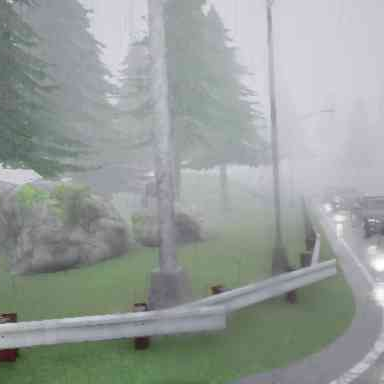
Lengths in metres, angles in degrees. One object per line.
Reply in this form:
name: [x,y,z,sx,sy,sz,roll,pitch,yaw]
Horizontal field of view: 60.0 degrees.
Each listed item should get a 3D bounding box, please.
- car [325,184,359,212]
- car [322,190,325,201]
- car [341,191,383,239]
car: [10.802,0.379,23.261,2.097,1.767,4.553,-2,1,18]
car: [14.096,0.118,33.131,2.128,1.511,4.902,-2,2,21]
car: [7.689,0.904,13.623,2.128,1.511,4.902,-2,1,18]
